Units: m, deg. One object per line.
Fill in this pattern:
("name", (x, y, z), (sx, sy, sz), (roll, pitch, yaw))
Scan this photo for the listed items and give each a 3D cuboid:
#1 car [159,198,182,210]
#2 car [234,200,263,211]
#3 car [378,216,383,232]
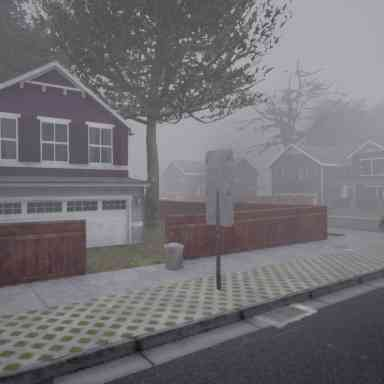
("car", (-2.814, 1.368, 37.318), (1.882, 1.535, 5.008), (-1, 0, -36))
("car", (4.827, 1.443, 26.861), (1.837, 1.490, 4.892), (-1, 0, -36))
("car", (11.985, 1.552, 17.087), (1.994, 1.385, 4.181), (-1, 1, -36))
